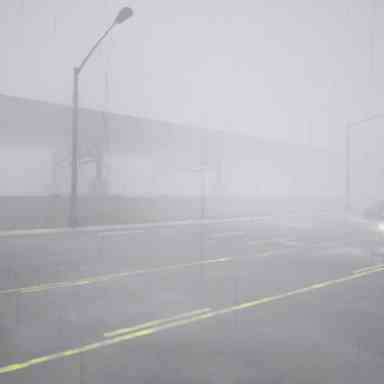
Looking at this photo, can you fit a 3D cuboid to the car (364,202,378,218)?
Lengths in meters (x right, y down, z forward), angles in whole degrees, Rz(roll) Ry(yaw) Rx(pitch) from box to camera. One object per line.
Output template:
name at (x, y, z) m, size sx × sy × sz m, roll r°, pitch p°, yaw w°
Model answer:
car at (16.805, 1.534, 28.805) m, size 4.892 × 1.490 × 1.837 m, roll 0°, pitch 0°, yaw -35°

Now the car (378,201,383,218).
car at (15.345, 1.405, 23.394) m, size 4.181 × 1.385 × 1.994 m, roll 0°, pitch 0°, yaw -35°
